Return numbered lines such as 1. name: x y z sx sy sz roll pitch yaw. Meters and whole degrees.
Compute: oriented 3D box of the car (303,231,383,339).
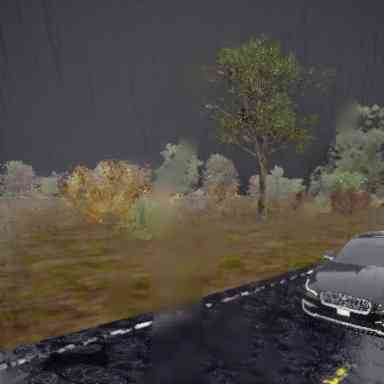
1. car: 4.044 1.606 6.740 4.892 1.490 1.837 1 -1 -44
